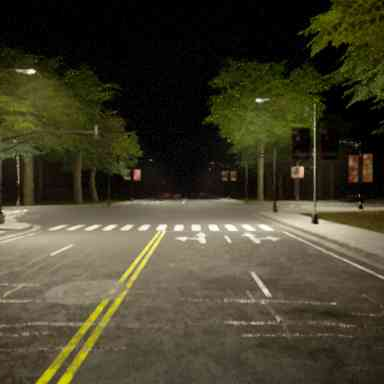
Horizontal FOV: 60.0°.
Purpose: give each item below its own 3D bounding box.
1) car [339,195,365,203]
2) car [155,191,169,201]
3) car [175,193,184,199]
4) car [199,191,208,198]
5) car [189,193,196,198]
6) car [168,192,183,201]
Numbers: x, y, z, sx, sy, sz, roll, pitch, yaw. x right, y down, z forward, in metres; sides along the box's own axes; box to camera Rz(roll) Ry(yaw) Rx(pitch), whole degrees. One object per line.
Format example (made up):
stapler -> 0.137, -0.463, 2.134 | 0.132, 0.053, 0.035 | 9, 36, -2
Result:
car -> 26.327, 1.115, 54.701 | 4.181, 1.385, 1.994 | 0, 1, -23
car -> -6.431, 1.122, 68.993 | 1.994, 1.385, 4.181 | 0, 0, 0
car -> -3.166, 1.025, 84.597 | 2.033, 1.411, 5.357 | 0, 0, 0
car -> 3.341, 0.984, 91.620 | 2.033, 1.411, 5.357 | 0, 0, 0
car -> 0.091, 0.984, 91.622 | 2.033, 1.411, 5.357 | 0, 0, 0
car -> -3.181, 1.110, 69.026 | 2.033, 1.411, 5.357 | 0, 0, 0
